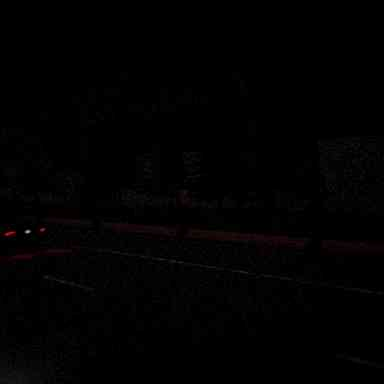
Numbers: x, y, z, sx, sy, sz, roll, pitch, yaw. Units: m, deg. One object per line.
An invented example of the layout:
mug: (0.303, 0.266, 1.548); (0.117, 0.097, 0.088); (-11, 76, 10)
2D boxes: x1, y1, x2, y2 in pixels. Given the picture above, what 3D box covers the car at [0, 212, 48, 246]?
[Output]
car: (-8.269, 1.560, 14.066); (5.357, 1.411, 2.033); (0, 0, 36)
